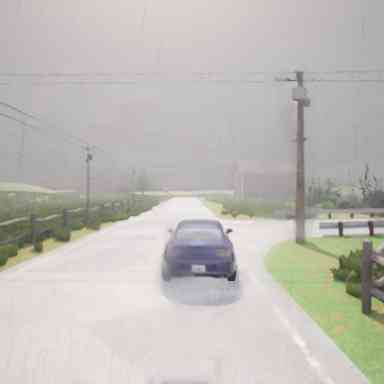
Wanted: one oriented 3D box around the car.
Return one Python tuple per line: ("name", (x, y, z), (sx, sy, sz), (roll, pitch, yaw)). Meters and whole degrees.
("car", (0.221, 1.500, 9.560), (1.812, 1.442, 4.674), (0, 0, 2))
